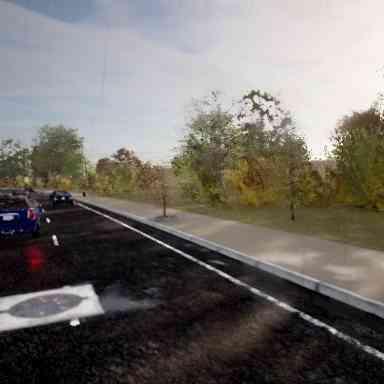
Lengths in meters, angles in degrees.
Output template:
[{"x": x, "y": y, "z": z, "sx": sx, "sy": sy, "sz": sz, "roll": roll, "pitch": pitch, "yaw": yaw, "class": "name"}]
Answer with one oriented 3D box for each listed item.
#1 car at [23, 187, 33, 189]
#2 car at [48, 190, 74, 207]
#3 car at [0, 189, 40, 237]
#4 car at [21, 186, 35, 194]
[{"x": -18.134, "y": 0.515, "z": 35.155, "sx": 2.128, "sy": 1.511, "sz": 4.902, "roll": -3, "pitch": 3, "yaw": -28, "class": "car"}, {"x": -12.246, "y": 0.554, "z": 30.923, "sx": 2.033, "sy": 1.411, "sz": 5.357, "roll": -3, "pitch": 3, "yaw": -27, "class": "car"}, {"x": -7.863, "y": 0.950, "z": 14.546, "sx": 2.097, "sy": 1.767, "sz": 4.553, "roll": -3, "pitch": 3, "yaw": -25, "class": "car"}, {"x": -33.946, "y": -0.430, "z": 68.869, "sx": 1.994, "sy": 1.385, "sz": 4.181, "roll": -4, "pitch": 3, "yaw": -32, "class": "car"}]
